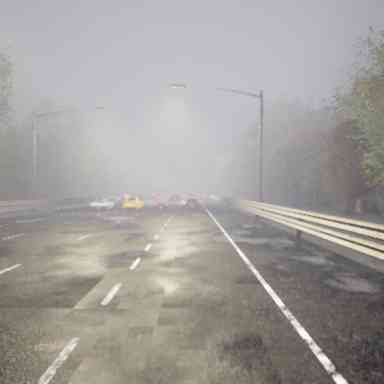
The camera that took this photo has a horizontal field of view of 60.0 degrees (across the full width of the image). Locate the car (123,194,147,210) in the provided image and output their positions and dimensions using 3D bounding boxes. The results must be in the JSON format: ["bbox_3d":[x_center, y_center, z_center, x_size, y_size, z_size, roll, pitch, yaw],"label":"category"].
[{"bbox_3d":[-6.960,1.344,39.852,1.882,1.535,5.008,0,0,0],"label":"car"}]

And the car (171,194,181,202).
[{"bbox_3d":[-3.460,1.136,69.645,2.097,1.767,4.553,0,0,0],"label":"car"}]

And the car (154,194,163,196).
[{"bbox_3d":[-6.960,1.137,69.395,2.097,1.767,4.553,0,0,0],"label":"car"}]

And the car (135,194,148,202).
[{"bbox_3d":[-10.460,1.283,69.005,1.837,1.490,4.892,0,0,0],"label":"car"}]

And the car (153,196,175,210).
[{"bbox_3d":[-3.466,1.469,39.577,1.895,1.301,4.718,0,0,0],"label":"car"}]

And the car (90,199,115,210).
[{"bbox_3d":[-10.468,1.469,39.431,1.895,1.301,4.718,0,0,0],"label":"car"}]

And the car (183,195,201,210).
[{"bbox_3d":[0.037,1.392,39.784,1.812,1.442,4.674,0,0,0],"label":"car"}]
